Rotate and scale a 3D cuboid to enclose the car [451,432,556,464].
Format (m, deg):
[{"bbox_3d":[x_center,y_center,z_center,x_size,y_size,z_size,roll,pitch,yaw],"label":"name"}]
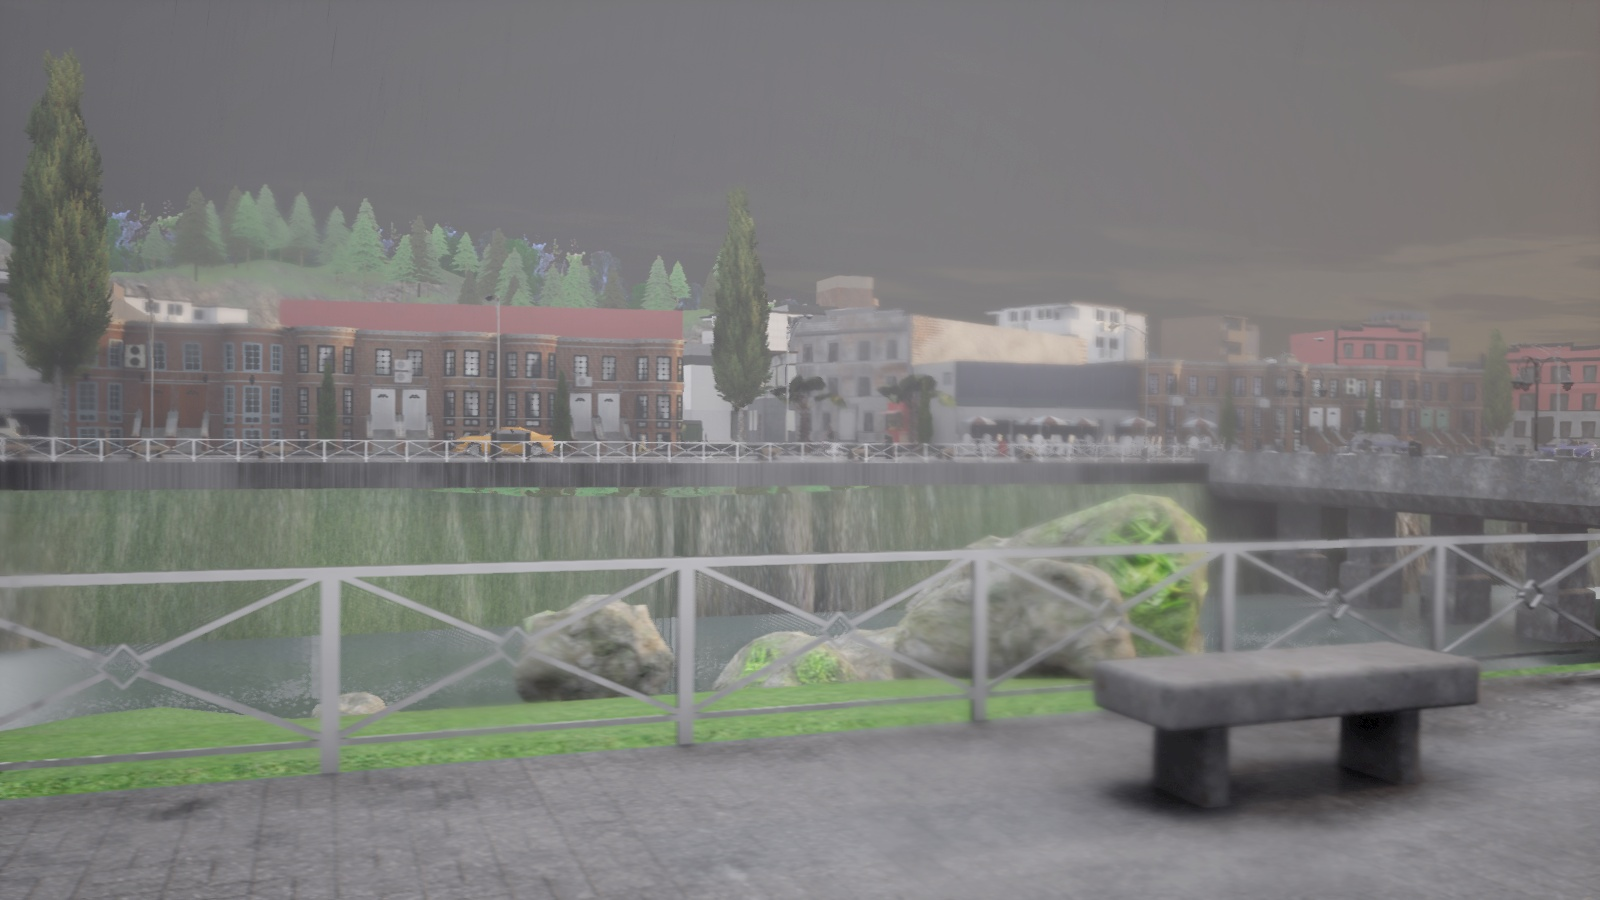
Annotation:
[{"bbox_3d":[-15.111,-0.102,63.995,5.008,1.535,1.882,-1,1,-21],"label":"car"}]

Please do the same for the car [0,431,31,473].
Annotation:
[{"bbox_3d":[-36.975,0.108,55.684,4.605,1.855,1.932,-1,1,-21],"label":"car"}]

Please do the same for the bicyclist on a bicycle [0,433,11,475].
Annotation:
[{"bbox_3d":[-34.164,0.184,52.486,1.843,1.776,0.659,-1,1,-21],"label":"bicyclist on a bicycle"}]

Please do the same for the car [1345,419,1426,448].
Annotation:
[{"bbox_3d":[37.071,-1.038,79.541,4.553,1.767,2.097,-1,1,-21],"label":"car"}]
